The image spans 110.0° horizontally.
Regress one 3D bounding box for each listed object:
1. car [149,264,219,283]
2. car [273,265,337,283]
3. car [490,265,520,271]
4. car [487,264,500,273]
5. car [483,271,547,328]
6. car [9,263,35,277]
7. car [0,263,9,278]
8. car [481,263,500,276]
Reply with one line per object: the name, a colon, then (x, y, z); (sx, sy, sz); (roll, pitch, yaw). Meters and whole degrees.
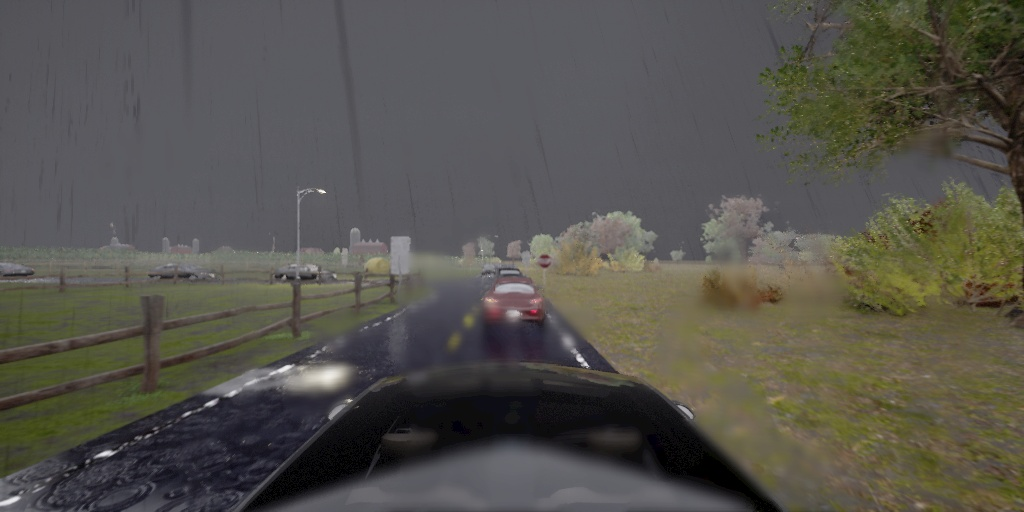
car: (-27.393, 1.407, 30.042); (4.902, 1.511, 2.128); (1, 0, -1)
car: (-17.311, 1.479, 30.179); (4.902, 1.511, 2.128); (0, 0, -1)
car: (-0.253, 1.488, 22.062); (1.837, 1.490, 4.892); (0, -1, -4)
car: (-3.001, 2.040, 59.090); (1.895, 1.301, 4.718); (0, -1, 0)
car: (0.068, 1.388, 11.706); (1.812, 1.442, 4.674); (0, -1, 0)
car: (-46.577, 1.347, 32.684); (4.181, 1.385, 1.994); (0, 0, 0)
car: (-45.861, 1.135, 29.840); (4.553, 1.767, 2.097); (1, 0, 0)
car: (-2.975, 1.799, 47.587); (1.837, 1.490, 4.892); (0, -1, 0)
